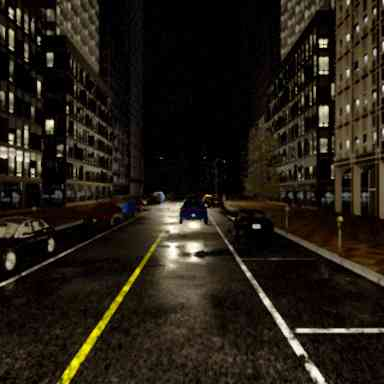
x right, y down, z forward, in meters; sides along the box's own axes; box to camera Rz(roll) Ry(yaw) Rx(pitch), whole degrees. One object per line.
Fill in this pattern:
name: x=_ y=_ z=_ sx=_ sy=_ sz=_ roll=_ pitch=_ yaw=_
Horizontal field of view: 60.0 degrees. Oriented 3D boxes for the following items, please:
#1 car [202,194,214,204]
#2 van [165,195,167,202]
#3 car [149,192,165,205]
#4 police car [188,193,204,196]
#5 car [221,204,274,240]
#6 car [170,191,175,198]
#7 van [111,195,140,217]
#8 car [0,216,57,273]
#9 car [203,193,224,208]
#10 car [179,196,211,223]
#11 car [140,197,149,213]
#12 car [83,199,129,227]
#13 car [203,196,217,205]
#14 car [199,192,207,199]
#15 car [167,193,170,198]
car: x=2.704 y=1.138 z=55.975 sx=1.752 sy=1.417 sz=4.829 roll=0 pitch=0 yaw=0
van: x=-5.676 y=0.955 z=55.820 sx=1.690 sy=1.788 sz=3.998 roll=0 pitch=0 yaw=0
car: x=-5.677 y=1.095 z=50.128 sx=1.967 sy=1.590 sz=4.097 roll=0 pitch=0 yaw=0
police car: x=0.108 y=1.143 z=41.188 sx=1.930 sy=1.638 sz=5.238 roll=0 pitch=1 yaw=0
car: x=2.696 y=1.459 z=15.963 sx=1.947 sy=1.339 sz=4.313 roll=0 pitch=0 yaw=0
car: x=-5.671 y=0.933 z=84.111 sx=1.752 sy=1.417 sz=4.829 roll=0 pitch=0 yaw=0
van: x=-5.681 y=1.156 z=27.360 sx=1.690 sy=1.788 sz=3.998 roll=0 pitch=0 yaw=0
car: x=-5.685 y=1.482 z=10.285 sx=2.008 sy=1.369 sz=4.403 roll=0 pitch=0 yaw=0
car: x=2.701 y=1.176 z=38.728 sx=1.967 sy=1.590 sz=4.097 roll=0 pitch=0 yaw=0
car: x=0.103 y=1.317 z=23.860 sx=1.882 sy=1.535 sz=5.008 roll=0 pitch=1 yaw=0
car: x=-5.681 y=1.358 z=33.054 sx=1.802 sy=1.307 sz=4.206 roll=0 pitch=0 yaw=0
car: x=-5.683 y=1.399 z=21.669 sx=1.887 sy=1.381 sz=4.507 roll=0 pitch=0 yaw=0
car: x=2.703 y=1.237 z=50.113 sx=1.802 sy=1.307 sz=4.206 roll=0 pitch=0 yaw=0
car: x=2.710 y=0.847 z=84.263 sx=1.967 sy=1.590 sz=4.097 roll=0 pitch=0 yaw=0
car: x=-5.676 y=1.139 z=61.514 sx=1.947 sy=1.339 sz=4.313 roll=0 pitch=0 yaw=0
